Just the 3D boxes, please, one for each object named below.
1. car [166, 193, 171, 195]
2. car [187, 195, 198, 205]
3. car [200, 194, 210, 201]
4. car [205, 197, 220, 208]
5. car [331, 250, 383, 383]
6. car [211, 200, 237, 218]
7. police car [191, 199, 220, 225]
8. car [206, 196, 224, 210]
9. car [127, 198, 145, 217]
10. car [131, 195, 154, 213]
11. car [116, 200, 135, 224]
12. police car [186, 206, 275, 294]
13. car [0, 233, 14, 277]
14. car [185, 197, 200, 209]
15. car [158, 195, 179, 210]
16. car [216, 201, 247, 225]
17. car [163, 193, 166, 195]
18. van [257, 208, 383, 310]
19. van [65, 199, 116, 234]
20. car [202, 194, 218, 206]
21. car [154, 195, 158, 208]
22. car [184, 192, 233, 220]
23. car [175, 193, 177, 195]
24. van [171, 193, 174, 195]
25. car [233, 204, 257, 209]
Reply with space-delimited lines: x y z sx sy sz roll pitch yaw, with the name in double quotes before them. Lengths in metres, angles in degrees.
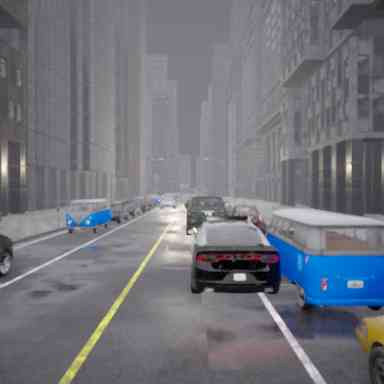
"car" -5.674 1.300 63.844 1.967 1.590 4.097 0 0 0
"car" 0.083 1.376 58.640 1.837 1.490 4.892 0 0 0
"car" 2.867 1.276 75.111 1.967 1.590 4.097 0 0 0
"car" 2.827 1.462 46.931 1.947 1.339 4.313 0 0 0
"car" 2.762 1.520 2.011 1.752 1.417 4.829 0 0 0
"car" 2.802 1.484 30.022 2.008 1.369 4.403 0 0 0
"police car" 0.935 1.370 24.905 1.930 1.638 5.238 0 0 0
"car" 2.818 1.349 41.294 1.967 1.590 4.097 0 0 0
"car" -5.723 1.499 30.024 1.947 1.339 4.313 0 0 0
"car" -5.715 1.236 35.659 2.192 1.841 5.009 0 0 0
"car" -5.731 1.512 24.387 1.947 1.339 4.313 0 0 0
"police car" 0.911 1.405 8.905 1.930 1.638 5.238 0 0 0
"car" -5.755 1.549 7.477 1.947 1.339 4.313 0 0 0
"car" 0.097 1.405 45.033 1.837 1.490 4.892 0 0 1
"car" -2.998 1.432 42.025 1.812 1.442 4.674 0 0 1
"car" 2.794 1.470 24.556 1.752 1.417 4.829 0 0 0
"car" -5.691 1.325 52.570 1.967 1.590 4.097 0 0 0
"van" 2.769 1.324 7.476 1.690 1.788 3.998 0 0 0
"van" -5.740 1.299 18.750 1.690 1.788 3.998 0 0 0
"car" 2.834 1.199 52.567 2.192 1.841 5.009 0 0 0
"car" -5.707 1.454 41.297 1.887 1.381 4.507 0 0 0
"car" 0.759 1.173 18.817 2.150 2.045 5.566 0 0 0
"car" -5.642 1.365 86.390 2.008 1.369 4.403 0 0 0
"van" -5.658 1.178 75.117 1.690 1.788 3.998 0 0 0
"car" 2.786 1.398 18.749 1.967 1.590 4.097 0 0 0
